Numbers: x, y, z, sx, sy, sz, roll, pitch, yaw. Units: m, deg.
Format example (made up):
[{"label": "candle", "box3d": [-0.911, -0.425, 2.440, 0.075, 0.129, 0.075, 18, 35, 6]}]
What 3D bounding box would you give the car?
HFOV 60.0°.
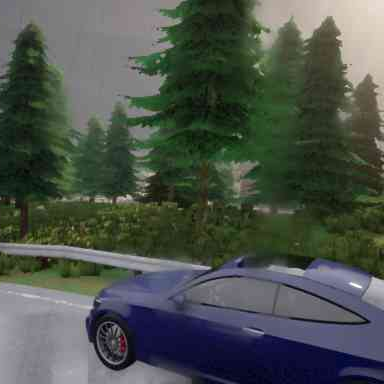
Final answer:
[{"label": "car", "box3d": [0.797, 1.499, 4.071, 4.674, 1.442, 1.812, 1, 1, 31]}]
